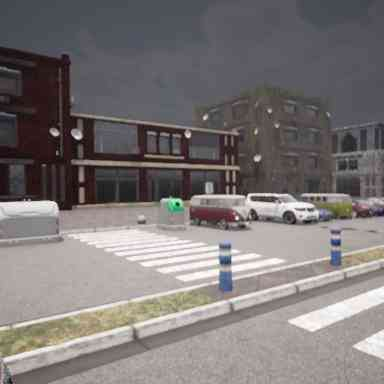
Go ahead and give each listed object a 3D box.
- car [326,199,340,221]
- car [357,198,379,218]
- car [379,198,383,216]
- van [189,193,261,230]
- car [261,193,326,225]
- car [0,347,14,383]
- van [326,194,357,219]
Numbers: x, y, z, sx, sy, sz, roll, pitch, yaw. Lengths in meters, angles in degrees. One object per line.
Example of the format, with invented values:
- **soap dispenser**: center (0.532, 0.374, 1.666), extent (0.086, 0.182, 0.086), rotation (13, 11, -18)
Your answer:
- **car**: center (8.346, 1.417, 25.372), extent (2.002, 1.452, 4.674), rotation (0, 0, -36)
- **car**: center (12.789, 1.372, 28.634), extent (2.097, 1.535, 5.008), rotation (0, 0, -36)
- **car**: center (15.032, 1.404, 30.235), extent (2.163, 1.488, 4.792), rotation (0, 0, -36)
- **van**: center (1.747, 1.186, 20.384), extent (1.878, 1.987, 4.442), rotation (0, 0, -36)
- **car**: center (6.139, 1.133, 23.714), extent (2.435, 2.045, 5.566), rotation (0, 0, -36)
- **car**: center (-3.399, 1.237, 0.682), extent (5.566, 2.045, 2.150), rotation (-1, 0, -36)
- **van**: center (10.599, 1.147, 27.164), extent (1.878, 1.987, 4.442), rotation (0, 0, -36)
